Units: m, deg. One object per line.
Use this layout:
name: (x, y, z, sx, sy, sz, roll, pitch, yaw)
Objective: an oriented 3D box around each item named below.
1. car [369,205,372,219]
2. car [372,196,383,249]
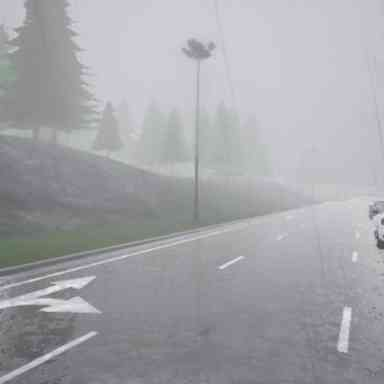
car: (18.352, 1.677, 32.146, 2.097, 1.767, 4.553, 1, 0, 27)
car: (9.446, 1.385, 14.849, 2.150, 2.045, 5.566, 1, 0, 27)
